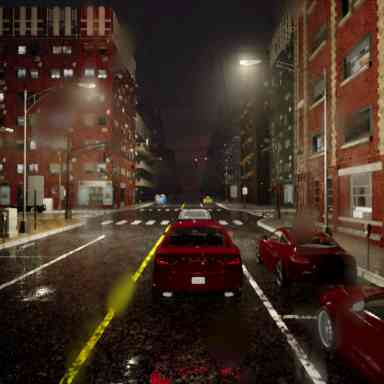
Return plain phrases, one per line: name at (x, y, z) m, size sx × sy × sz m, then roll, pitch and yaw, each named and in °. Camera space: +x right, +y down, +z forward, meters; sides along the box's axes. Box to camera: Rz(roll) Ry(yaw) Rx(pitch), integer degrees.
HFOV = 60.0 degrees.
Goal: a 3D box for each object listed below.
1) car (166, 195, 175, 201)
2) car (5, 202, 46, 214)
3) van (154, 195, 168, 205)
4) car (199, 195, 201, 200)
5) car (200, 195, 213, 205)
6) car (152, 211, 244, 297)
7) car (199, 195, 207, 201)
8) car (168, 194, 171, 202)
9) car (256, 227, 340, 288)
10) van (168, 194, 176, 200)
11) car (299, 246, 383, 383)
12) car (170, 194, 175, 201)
car at (-5.529, 1.556, 86.492) m, size 2.008 × 1.369 × 4.403 m, roll 1°, pitch 0°, yaw 0°
car at (-18.646, 1.719, 37.344) m, size 4.313 × 1.339 × 1.947 m, roll 0°, pitch -1°, yaw 0°
van at (-5.575, 1.342, 58.231) m, size 1.690 × 1.788 × 3.998 m, roll 1°, pitch 0°, yaw 0°
car at (2.841, 1.548, 80.788) m, size 1.887 × 1.381 × 4.507 m, roll 1°, pitch 0°, yaw 0°
car at (2.802, 1.526, 58.348) m, size 1.752 × 1.417 × 4.829 m, roll 1°, pitch 0°, yaw 0°
car at (0.113, 1.477, 8.607) m, size 1.882 × 1.535 × 5.008 m, roll 0°, pitch 0°, yaw 0°
car at (2.851, 1.571, 86.439) m, size 1.947 × 1.339 × 4.313 m, roll 1°, pitch 0°, yaw 0°
car at (-5.569, 1.583, 63.883) m, size 1.802 × 1.307 × 4.206 m, roll 1°, pitch 0°, yaw 0°
car at (2.853, 1.582, 8.924) m, size 1.802 × 1.307 × 4.206 m, roll 1°, pitch 0°, yaw 0°
van at (-5.516, 1.348, 92.145) m, size 1.690 × 1.788 × 3.998 m, roll 1°, pitch 0°, yaw 0°
car at (2.673, 1.582, 3.268) m, size 1.802 × 1.307 × 4.206 m, roll 1°, pitch 0°, yaw 0°
car at (-5.549, 1.585, 75.188) m, size 1.802 × 1.307 × 4.206 m, roll 1°, pitch 0°, yaw 0°
